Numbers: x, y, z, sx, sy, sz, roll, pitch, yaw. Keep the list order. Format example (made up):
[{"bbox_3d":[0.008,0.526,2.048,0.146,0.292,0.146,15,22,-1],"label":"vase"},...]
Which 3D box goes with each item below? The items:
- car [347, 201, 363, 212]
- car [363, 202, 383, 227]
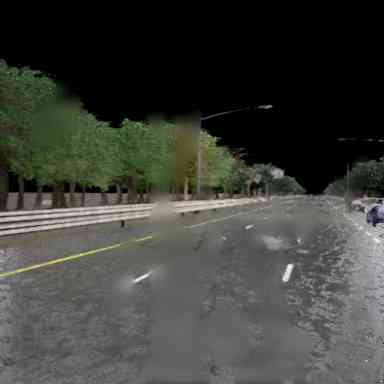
[{"bbox_3d":[21.103,1.874,42.937,1.812,1.442,4.674,1,0,21],"label":"car"},{"bbox_3d":[14.049,1.751,24.401,1.812,1.442,4.674,1,0,21],"label":"car"}]
